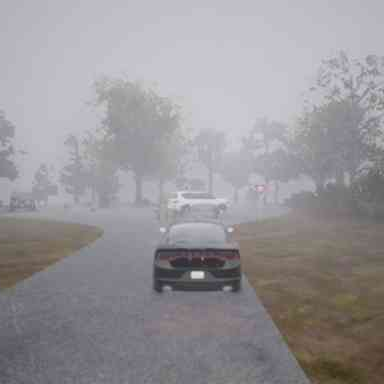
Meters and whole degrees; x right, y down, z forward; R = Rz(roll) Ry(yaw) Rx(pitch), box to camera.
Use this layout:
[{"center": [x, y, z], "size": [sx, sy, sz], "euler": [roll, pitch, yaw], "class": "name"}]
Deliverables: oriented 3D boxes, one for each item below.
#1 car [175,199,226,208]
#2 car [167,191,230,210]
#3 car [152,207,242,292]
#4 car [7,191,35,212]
[{"center": [0.666, 1.369, 18.639], "size": [2.033, 1.411, 5.357], "euler": [0, 1, 7], "class": "car"}, {"center": [0.579, 0.946, 28.918], "size": [5.566, 2.045, 2.150], "euler": [0, 1, -22], "class": "car"}, {"center": [0.117, 1.393, 8.761], "size": [1.882, 1.535, 5.008], "euler": [0, 1, 0], "class": "car"}, {"center": [-17.408, 0.901, 33.856], "size": [2.150, 2.045, 5.566], "euler": [-1, 1, -29], "class": "car"}]
